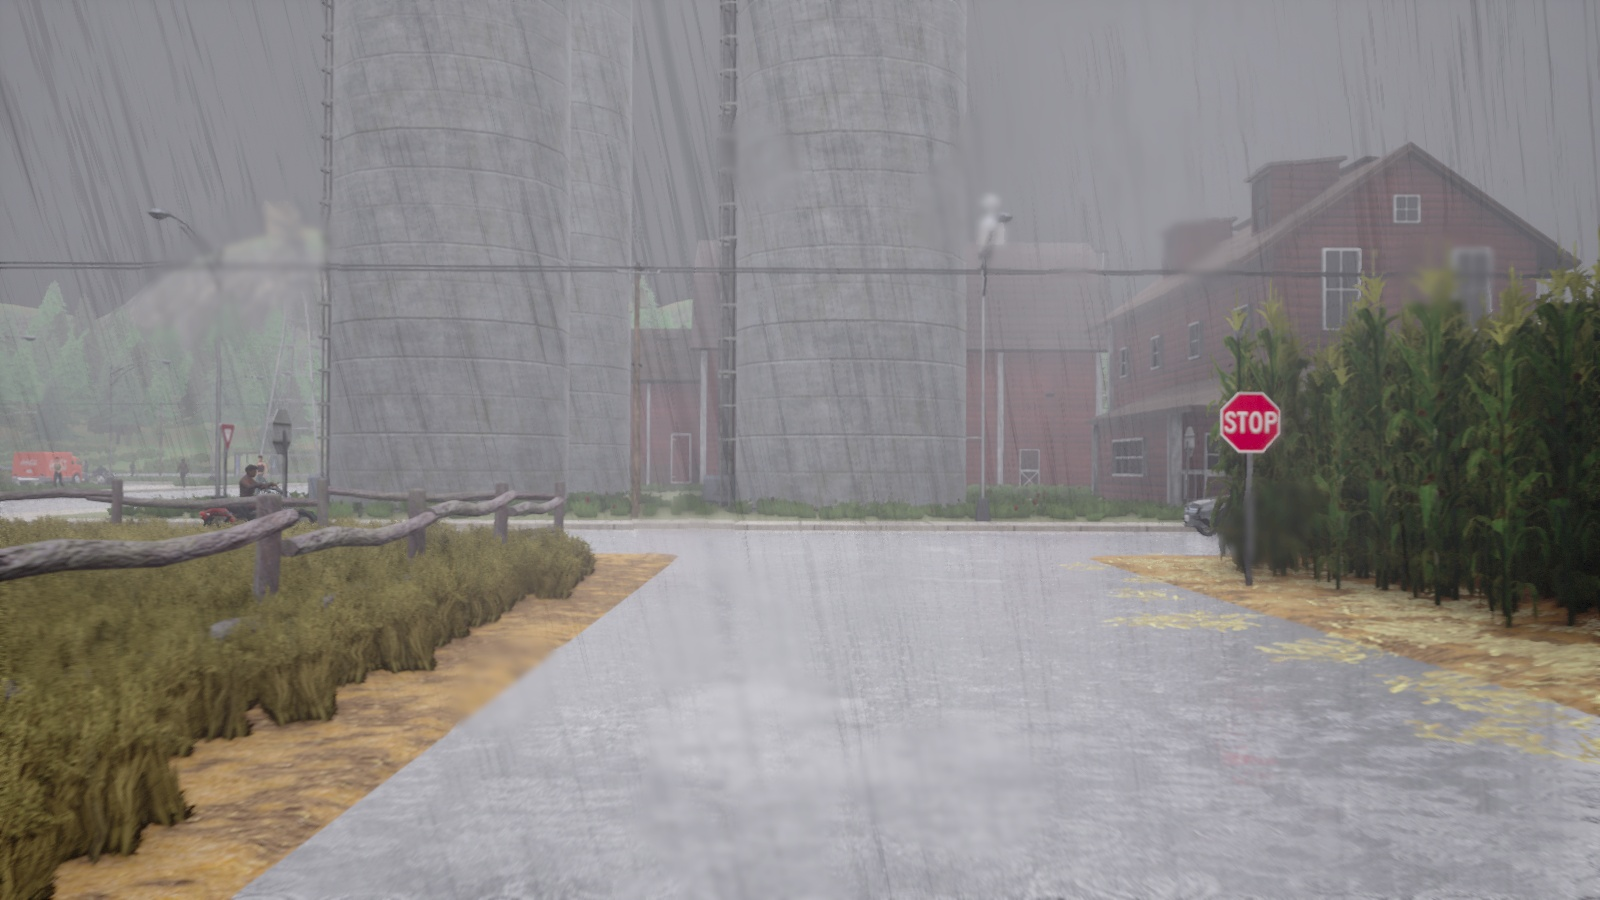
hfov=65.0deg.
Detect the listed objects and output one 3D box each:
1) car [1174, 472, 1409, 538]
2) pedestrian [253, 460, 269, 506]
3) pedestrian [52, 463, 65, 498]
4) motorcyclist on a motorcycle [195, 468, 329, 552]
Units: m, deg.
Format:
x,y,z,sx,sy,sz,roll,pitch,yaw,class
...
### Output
x,y,z,sx,sy,sz,roll,pitch,yaw,class
11.195,1.235,28.826,4.674,1.442,1.812,0,-1,0,car
-21.709,1.310,50.607,0.345,1.836,0.594,0,-1,5,pedestrian
-38.768,1.596,65.652,0.345,1.836,0.594,0,-1,-3,pedestrian
-10.781,1.195,25.220,2.350,1.649,0.766,0,-1,0,motorcyclist on a motorcycle
